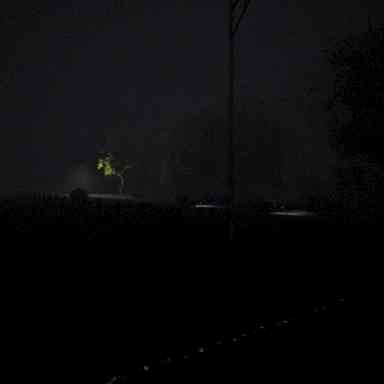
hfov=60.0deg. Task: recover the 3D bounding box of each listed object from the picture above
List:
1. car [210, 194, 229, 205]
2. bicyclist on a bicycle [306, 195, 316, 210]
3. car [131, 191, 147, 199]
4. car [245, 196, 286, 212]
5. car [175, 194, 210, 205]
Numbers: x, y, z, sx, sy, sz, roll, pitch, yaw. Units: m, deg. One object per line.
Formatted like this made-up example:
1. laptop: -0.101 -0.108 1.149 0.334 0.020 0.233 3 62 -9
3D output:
1. car: 3.038 0.944 45.072 1.882 1.535 5.008 0 1 -33
2. bicyclist on a bicycle: 12.758 1.125 35.730 1.656 1.620 0.582 0 1 -33
3. car: -10.548 0.556 65.812 2.128 1.511 4.902 0 1 -33
4. car: 7.241 1.191 33.248 1.812 1.442 4.674 0 1 -33
5. car: -0.345 0.993 44.844 2.033 1.411 5.357 0 1 -34
